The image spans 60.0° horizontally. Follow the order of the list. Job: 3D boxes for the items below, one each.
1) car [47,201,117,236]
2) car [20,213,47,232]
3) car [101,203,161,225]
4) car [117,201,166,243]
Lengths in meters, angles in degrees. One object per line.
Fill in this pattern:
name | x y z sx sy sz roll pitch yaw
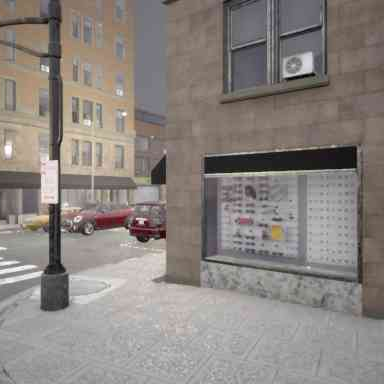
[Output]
car | -5.317 1.344 18.744 2.097 1.767 4.553 0 0 35
car | -7.754 1.519 20.070 1.752 1.417 4.829 0 0 35
car | -4.425 1.548 24.850 1.947 1.339 4.313 0 0 35
car | -0.676 1.305 15.314 2.192 1.841 5.009 0 0 35
